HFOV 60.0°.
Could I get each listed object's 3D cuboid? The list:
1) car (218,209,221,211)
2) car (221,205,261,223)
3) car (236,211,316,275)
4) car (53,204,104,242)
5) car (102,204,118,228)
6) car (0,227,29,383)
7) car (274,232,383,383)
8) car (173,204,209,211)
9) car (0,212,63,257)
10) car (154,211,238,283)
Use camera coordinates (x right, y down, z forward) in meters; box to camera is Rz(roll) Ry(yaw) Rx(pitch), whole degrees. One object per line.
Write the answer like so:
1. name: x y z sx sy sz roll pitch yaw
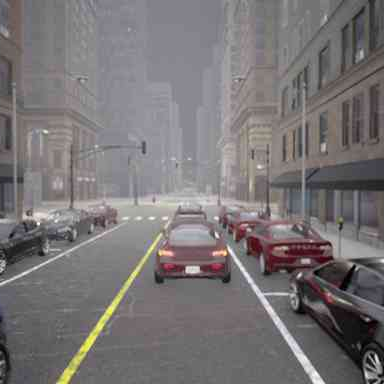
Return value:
1. car: 2.633 1.457 21.157 1.887 1.381 4.507 -1 0 0
2. car: 2.665 1.480 15.652 1.887 1.381 4.507 -1 0 0
3. car: 2.697 1.502 10.147 1.887 1.381 4.507 -1 0 0
4. car: -5.860 1.485 15.603 2.008 1.369 4.403 -1 0 0
5. car: -5.892 1.457 21.108 1.887 1.381 4.507 -1 0 0
6. car: -3.006 1.344 1.683 2.097 1.767 4.553 0 0 0
7. car: 2.729 1.546 4.642 1.947 1.339 4.313 -1 0 0
8. car: -0.079 1.412 19.167 2.128 1.511 4.902 0 0 1
9. car: -5.828 1.523 10.098 1.947 1.339 4.313 -1 0 0
10. car: 0.016 1.486 9.395 1.812 1.442 4.674 0 0 0
